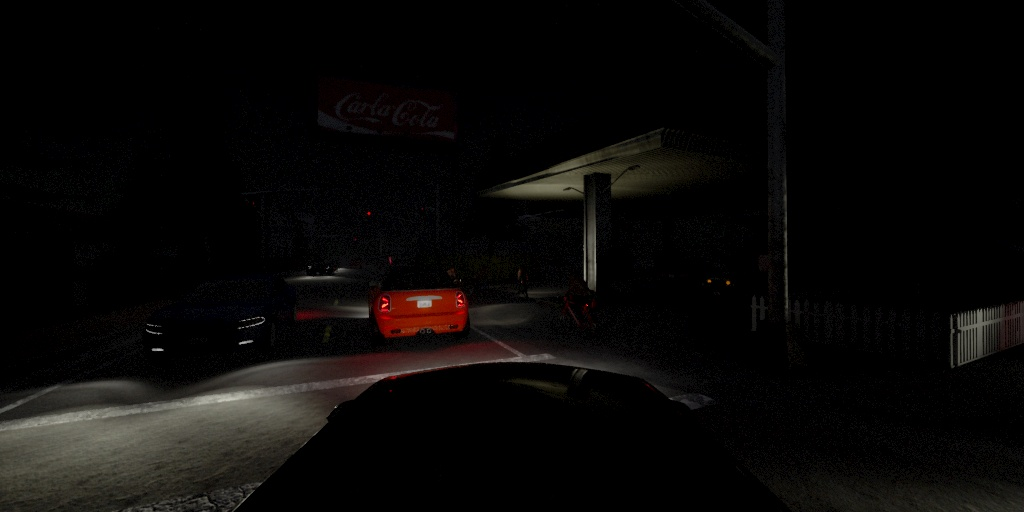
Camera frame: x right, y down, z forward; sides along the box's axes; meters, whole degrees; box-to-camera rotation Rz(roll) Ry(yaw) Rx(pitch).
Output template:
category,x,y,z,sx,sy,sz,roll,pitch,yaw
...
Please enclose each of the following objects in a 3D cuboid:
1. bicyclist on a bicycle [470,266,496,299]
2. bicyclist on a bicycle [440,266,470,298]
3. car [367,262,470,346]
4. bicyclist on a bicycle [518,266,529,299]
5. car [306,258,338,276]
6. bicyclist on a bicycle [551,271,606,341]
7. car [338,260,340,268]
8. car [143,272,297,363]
category,x,y,z,sx,sy,sz,roll,pitch,yaw
bicyclist on a bicycle,-1.549,1.308,17.834,1.656,1.620,0.582,1,0,-22
bicyclist on a bicycle,-2.838,1.280,16.435,1.656,1.620,0.582,1,0,36
car,-2.663,1.031,9.509,2.097,1.767,4.553,0,0,-23
bicyclist on a bicycle,0.558,1.304,17.977,0.582,1.620,1.656,0,0,15
car,-19.906,1.140,37.449,2.097,1.767,4.553,0,0,-20
bicyclist on a bicycle,1.595,1.191,8.781,0.582,1.620,1.656,3,-2,-43
car,-25.094,1.321,49.355,1.837,1.490,4.892,0,1,-24
car,-6.362,1.180,8.390,1.882,1.535,5.008,0,0,-24
